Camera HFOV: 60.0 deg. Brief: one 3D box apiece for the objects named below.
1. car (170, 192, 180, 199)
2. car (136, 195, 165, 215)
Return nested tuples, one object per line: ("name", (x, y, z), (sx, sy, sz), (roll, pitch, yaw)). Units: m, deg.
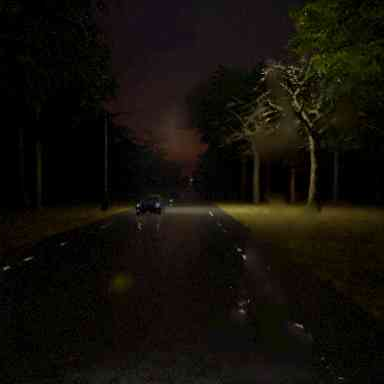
("car", (-3.541, 0.710, 69.744), (1.837, 1.490, 4.892), (0, 1, 0))
("car", (-3.614, 1.067, 29.450), (2.097, 1.767, 4.553), (0, 1, 0))
